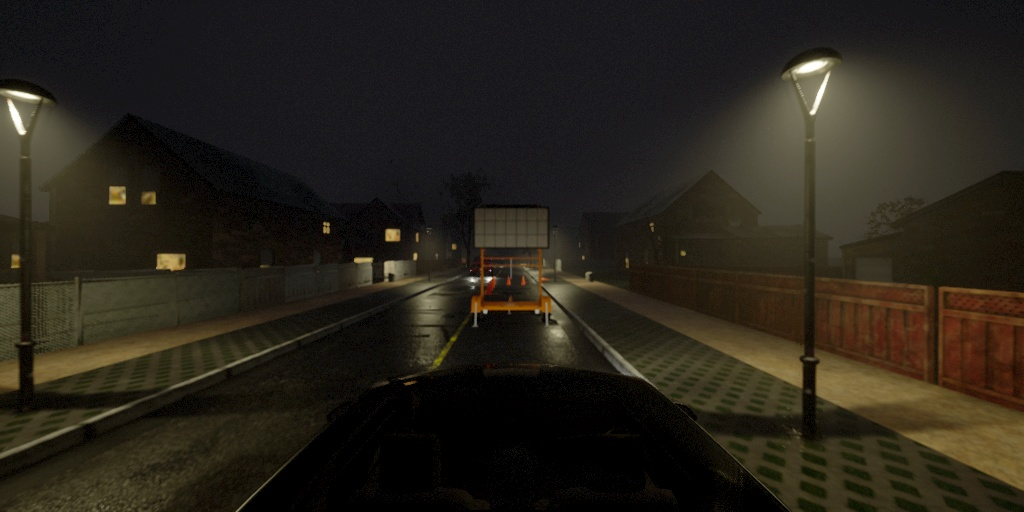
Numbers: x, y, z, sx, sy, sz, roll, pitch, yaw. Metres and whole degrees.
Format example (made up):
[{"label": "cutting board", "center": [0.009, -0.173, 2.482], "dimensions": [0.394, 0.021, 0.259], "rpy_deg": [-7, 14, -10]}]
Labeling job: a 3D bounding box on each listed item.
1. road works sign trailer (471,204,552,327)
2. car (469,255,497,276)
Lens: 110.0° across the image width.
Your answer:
[{"label": "road works sign trailer", "center": [-0.023, 0.179, 11.385], "dimensions": [2.380, 3.560, 2.880], "rpy_deg": [0, 0, 0]}, {"label": "car", "center": [-2.935, 0.920, 35.994], "dimensions": [2.150, 2.045, 5.566], "rpy_deg": [0, 0, 0]}]
